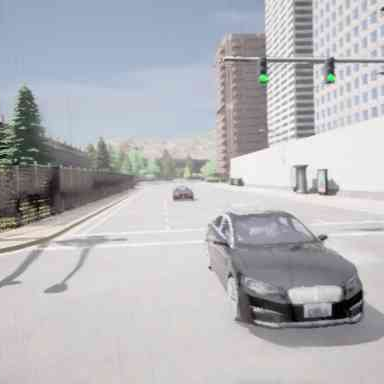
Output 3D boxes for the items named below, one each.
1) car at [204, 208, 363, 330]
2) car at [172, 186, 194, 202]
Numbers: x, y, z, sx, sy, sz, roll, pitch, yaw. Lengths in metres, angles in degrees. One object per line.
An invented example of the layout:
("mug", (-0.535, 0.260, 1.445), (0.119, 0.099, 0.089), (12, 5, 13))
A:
("car", (1.367, 1.138, 6.639), (2.128, 1.511, 4.902), (-2, 3, -5))
("car", (-0.949, 0.129, 32.311), (1.994, 1.385, 4.181), (-2, 3, -5))
